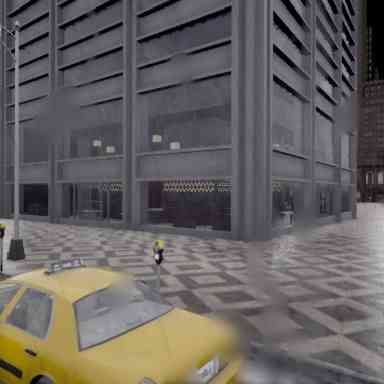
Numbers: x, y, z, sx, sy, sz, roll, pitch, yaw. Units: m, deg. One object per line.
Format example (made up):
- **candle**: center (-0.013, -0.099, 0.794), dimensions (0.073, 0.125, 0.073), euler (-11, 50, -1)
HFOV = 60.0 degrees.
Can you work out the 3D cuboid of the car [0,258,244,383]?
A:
- **car**: center (-1.760, 1.526, 4.222), dimensions (4.829, 1.417, 1.752), euler (0, 0, 36)
